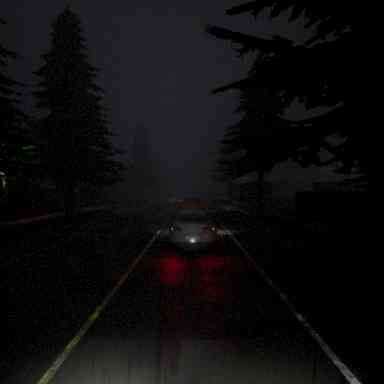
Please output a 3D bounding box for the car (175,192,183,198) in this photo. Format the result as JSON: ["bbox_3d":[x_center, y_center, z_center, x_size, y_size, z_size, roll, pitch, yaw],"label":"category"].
[{"bbox_3d":[-3.494,0.777,88.863,1.895,1.301,4.718,0,1,0],"label":"car"}]

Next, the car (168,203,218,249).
[{"bbox_3d":[0.049,1.400,13.724,1.812,1.442,4.674,0,1,1],"label":"car"}]

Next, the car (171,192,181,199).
[{"bbox_3d":[-3.496,0.818,73.059,1.882,1.535,5.008,0,1,0],"label":"car"}]

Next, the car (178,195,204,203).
[{"bbox_3d":[0.056,1.219,29.235,1.882,1.535,5.008,0,1,1],"label":"car"}]
